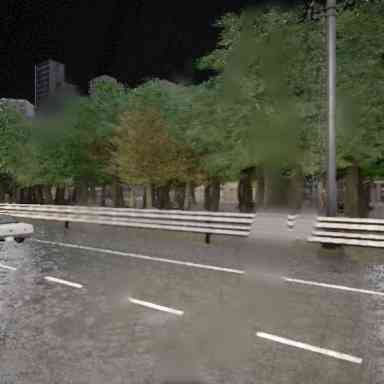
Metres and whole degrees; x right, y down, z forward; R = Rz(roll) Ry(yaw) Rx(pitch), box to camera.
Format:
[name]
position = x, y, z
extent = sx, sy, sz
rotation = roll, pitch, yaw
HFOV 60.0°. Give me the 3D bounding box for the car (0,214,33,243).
[car]
position = -9.131, 1.604, 14.697
extent = 4.718, 1.301, 1.895
rotation = 0, 0, 36
